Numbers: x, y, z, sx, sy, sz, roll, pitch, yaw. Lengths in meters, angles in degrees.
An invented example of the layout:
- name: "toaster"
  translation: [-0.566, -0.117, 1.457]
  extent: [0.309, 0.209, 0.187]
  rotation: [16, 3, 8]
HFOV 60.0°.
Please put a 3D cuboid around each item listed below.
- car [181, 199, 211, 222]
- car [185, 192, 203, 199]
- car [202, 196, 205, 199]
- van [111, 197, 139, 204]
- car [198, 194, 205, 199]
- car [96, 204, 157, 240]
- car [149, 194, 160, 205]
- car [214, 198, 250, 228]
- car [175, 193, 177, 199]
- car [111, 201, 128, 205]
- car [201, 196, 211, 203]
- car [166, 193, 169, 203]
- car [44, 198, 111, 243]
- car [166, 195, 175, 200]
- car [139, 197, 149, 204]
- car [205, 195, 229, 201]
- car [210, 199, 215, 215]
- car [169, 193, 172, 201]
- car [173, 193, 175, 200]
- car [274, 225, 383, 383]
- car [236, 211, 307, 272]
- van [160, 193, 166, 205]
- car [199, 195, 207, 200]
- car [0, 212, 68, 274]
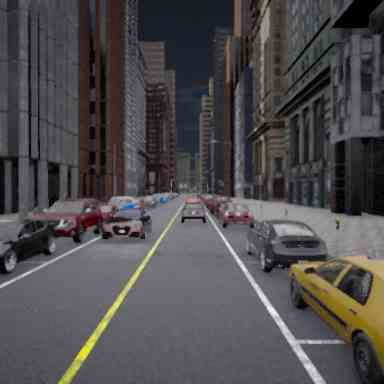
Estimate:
- name: "car"
  translation: [0.111, 1.487, 25.471]
  extent: [2.033, 1.411, 5.357]
  rotation: [0, 0, 0]
- name: "car"
  translation: [0.100, 1.241, 46.252]
  extent: [2.097, 1.767, 4.553]
  rotation: [0, 0, 0]
- name: "car"
  translation: [2.778, 1.460, 44.283]
  extent: [1.947, 1.339, 4.313]
  rotation: [0, 0, 0]
- name: "van"
  translation: [-5.754, 1.276, 27.367]
  extent: [1.690, 1.788, 3.998]
  rotation: [0, 0, 0]
- name: "car"
  translation: [2.799, 1.372, 95.009]
  extent: [1.802, 1.307, 4.206]
  rotation: [0, 0, 0]
- name: "car"
  translation: [-3.091, 1.524, 16.574]
  extent: [1.994, 1.385, 4.181]
  rotation: [0, 0, 0]
- name: "car"
  translation: [-5.747, 1.335, 44.278]
  extent: [1.967, 1.590, 4.097]
  rotation: [0, 0, 0]
- name: "car"
  translation: [2.769, 1.388, 21.736]
  extent: [1.967, 1.590, 4.097]
  rotation: [0, 0, 0]
- name: "car"
  translation: [-5.732, 1.127, 83.733]
  extent: [2.192, 1.841, 5.009]
  rotation: [0, 0, 0]
- name: "car"
  translation: [-5.756, 1.493, 21.731]
  extent: [1.887, 1.381, 4.507]
  rotation: [0, 0, 0]
- name: "car"
  translation: [2.787, 1.410, 66.827]
  extent: [1.947, 1.339, 4.313]
  rotation: [0, 0, 0]
- name: "car"
  translation: [-5.740, 1.382, 61.018]
  extent: [1.752, 1.417, 4.829]
  rotation: [0, 0, 0]
- name: "car"
  translation: [-5.759, 1.277, 16.093]
  extent: [2.192, 1.841, 5.009]
  rotation: [0, 0, 0]
- name: "car"
  translation: [-5.728, 1.367, 89.371]
  extent: [1.947, 1.339, 4.313]
  rotation: [0, 0, 0]
- name: "car"
  translation: [-5.752, 1.362, 33.004]
  extent: [1.967, 1.590, 4.097]
  rotation: [0, 0, 0]
- name: "car"
  translation: [2.773, 1.236, 33.010]
  extent: [2.192, 1.841, 5.009]
  rotation: [0, 0, 0]
- name: "car"
  translation: [2.772, 1.500, 27.373]
  extent: [1.947, 1.339, 4.313]
  rotation: [0, 0, 0]
- name: "car"
  translation: [-5.738, 1.395, 66.823]
  extent: [2.008, 1.369, 4.403]
  rotation: [0, 0, 0]
- name: "car"
  translation: [-5.734, 1.263, 78.096]
  extent: [1.967, 1.590, 4.097]
  rotation: [0, 0, 0]
- name: "car"
  translation: [2.762, 1.513, 4.998]
  extent: [1.752, 1.417, 4.829]
  rotation: [0, 0, 0]
- name: "car"
  translation: [2.765, 1.525, 10.465]
  extent: [2.008, 1.369, 4.403]
  rotation: [0, 0, 0]
- name: "van"
  translation: [-5.743, 1.210, 55.550]
  extent: [1.690, 1.788, 3.998]
  rotation: [0, 0, 0]
- name: "car"
  translation: [2.794, 1.393, 83.736]
  extent: [1.802, 1.307, 4.206]
  rotation: [0, 0, 0]
- name: "car"
  translation: [-5.760, 1.541, 10.457]
  extent: [1.947, 1.339, 4.313]
  rotation: [0, 0, 0]
